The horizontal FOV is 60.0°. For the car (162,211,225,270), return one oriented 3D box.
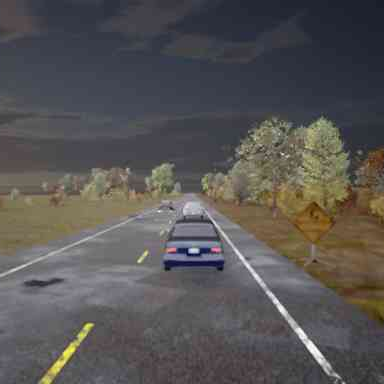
[{"bbox_3d":[0.067,1.612,11.288,2.033,1.411,5.357,0,0,0],"label":"car"}]

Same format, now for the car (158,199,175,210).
[{"bbox_3d":[-3.583,1.763,46.066,1.812,1.442,4.674,0,0,0],"label":"car"}]

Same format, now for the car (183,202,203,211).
[{"bbox_3d":[0.085,1.699,32.251,1.812,1.442,4.674,0,0,0],"label":"car"}]

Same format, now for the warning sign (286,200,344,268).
[{"bbox_3d":[3.547,1.171,9.716,1.300,1.860,1.060,0,-1,0],"label":"warning sign"}]
